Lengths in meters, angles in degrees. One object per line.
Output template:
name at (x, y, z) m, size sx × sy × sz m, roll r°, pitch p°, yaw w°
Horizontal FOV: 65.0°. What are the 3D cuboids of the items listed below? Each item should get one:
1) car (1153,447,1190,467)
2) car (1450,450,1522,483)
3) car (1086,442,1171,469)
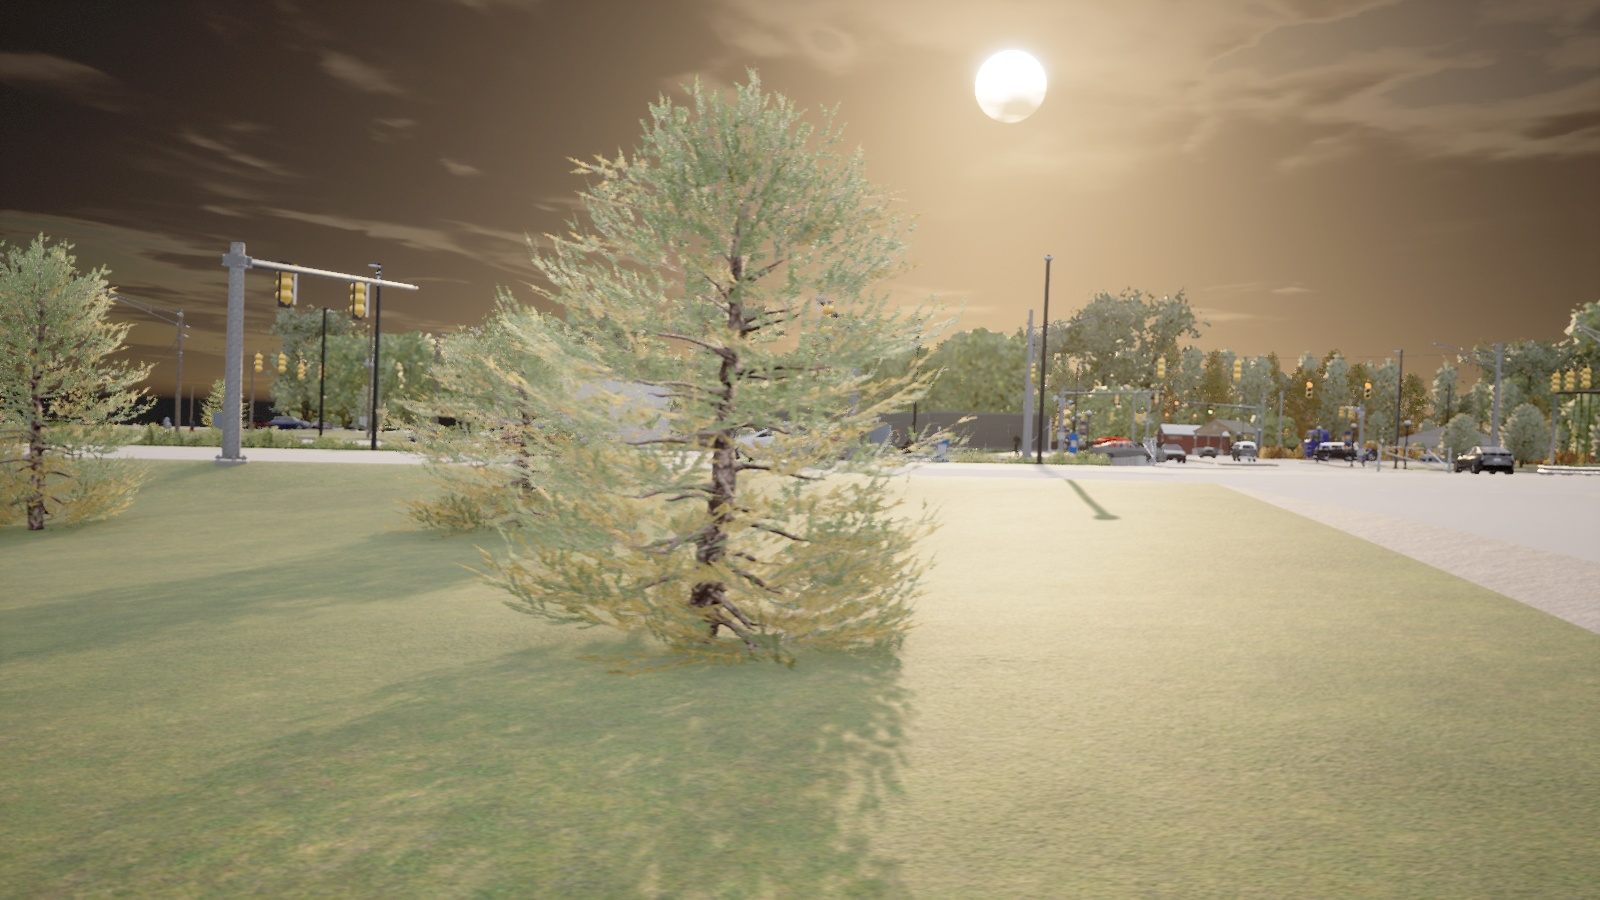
car at (27.960, 0.514, 94.585) m, size 2.033 × 1.411 × 5.357 m, roll 2°, pitch 1°, yaw 10°
car at (34.567, 0.793, 63.364) m, size 2.007 × 1.525 × 4.514 m, roll 2°, pitch 1°, yaw 13°
car at (21.276, 0.351, 81.405) m, size 4.902 × 1.511 × 2.128 m, roll 2°, pitch 1°, yaw 1°
